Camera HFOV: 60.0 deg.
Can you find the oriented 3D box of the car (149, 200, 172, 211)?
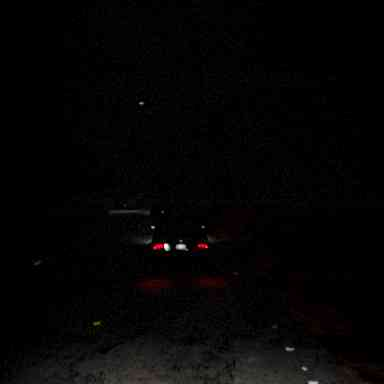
[{"bbox_3d":[-3.004,1.524,31.453,2.128,1.511,4.902,0,0,-10],"label":"car"}]

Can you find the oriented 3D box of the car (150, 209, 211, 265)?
[{"bbox_3d":[-0.472,1.559,11.680,2.033,1.411,5.357,0,0,-4],"label":"car"}]

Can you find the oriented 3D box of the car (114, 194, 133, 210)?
[{"bbox_3d":[-9.112,1.273,44.331,2.150,2.045,5.566,0,0,-15],"label":"car"}]
